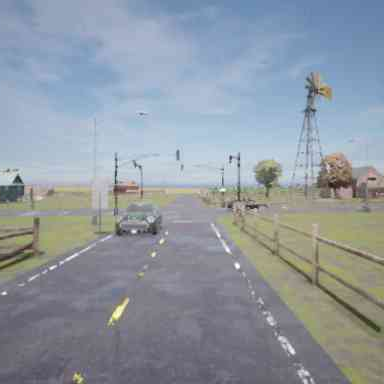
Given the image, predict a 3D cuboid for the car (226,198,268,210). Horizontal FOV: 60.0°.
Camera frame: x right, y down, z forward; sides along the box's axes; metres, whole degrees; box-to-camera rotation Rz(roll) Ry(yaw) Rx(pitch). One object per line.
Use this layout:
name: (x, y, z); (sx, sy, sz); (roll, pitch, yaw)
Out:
car: (6.436, 1.437, 38.410); (4.892, 1.490, 1.837); (-1, 1, 0)

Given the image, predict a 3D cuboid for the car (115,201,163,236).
car: (-2.805, 1.335, 18.397); (2.097, 1.767, 4.553); (0, 0, 0)
